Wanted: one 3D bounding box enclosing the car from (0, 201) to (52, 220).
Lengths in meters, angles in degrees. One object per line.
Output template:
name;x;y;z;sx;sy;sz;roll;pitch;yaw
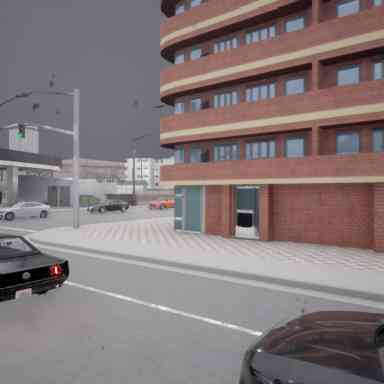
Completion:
car;-14.133;1.523;27.951;1.812;1.442;4.674;0;0;34

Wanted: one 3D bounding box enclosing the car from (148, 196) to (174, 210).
car;-3.670;1.389;43.183;2.097;1.767;4.553;0;0;35

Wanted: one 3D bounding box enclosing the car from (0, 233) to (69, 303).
car;-4.929;1.599;7.496;4.718;1.301;1.895;0;0;36

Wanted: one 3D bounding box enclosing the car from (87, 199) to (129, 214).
car;-8.907;1.509;35.595;2.128;1.511;4.902;0;0;35

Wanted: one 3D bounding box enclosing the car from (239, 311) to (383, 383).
car;2.651;1.514;2.104;4.892;1.490;1.837;0;0;35
